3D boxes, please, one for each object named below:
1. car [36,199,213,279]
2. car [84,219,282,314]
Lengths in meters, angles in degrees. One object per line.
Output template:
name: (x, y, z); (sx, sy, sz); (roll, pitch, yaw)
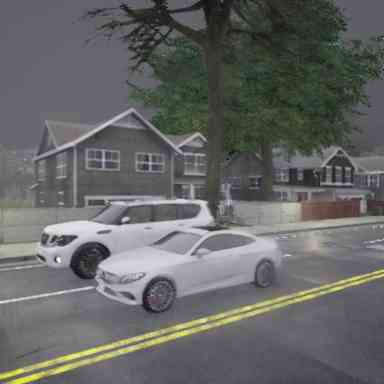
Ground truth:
car: (-1.764, 1.241, 10.411); (5.566, 2.045, 2.150); (0, 0, -35)
car: (0.158, 1.546, 7.773); (4.674, 1.442, 1.812); (0, 0, -36)
